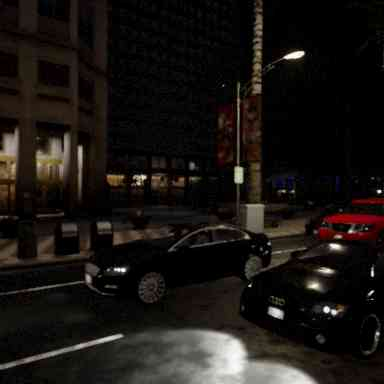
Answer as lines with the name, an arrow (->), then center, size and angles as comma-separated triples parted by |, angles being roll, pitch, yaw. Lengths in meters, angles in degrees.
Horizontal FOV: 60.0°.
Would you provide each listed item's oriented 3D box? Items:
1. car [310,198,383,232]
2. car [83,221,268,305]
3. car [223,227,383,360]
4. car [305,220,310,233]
car -> 7.598, 1.292, 13.693 | 5.566, 2.045, 2.150 | 0, 0, -35
car -> -0.112, 1.515, 8.209 | 4.902, 1.511, 2.128 | 0, 0, -36
car -> 2.851, 1.593, 6.022 | 4.181, 1.385, 1.994 | 0, 0, -35
car -> 8.126, 1.598, 17.885 | 4.786, 1.482, 2.161 | 0, 0, -36
